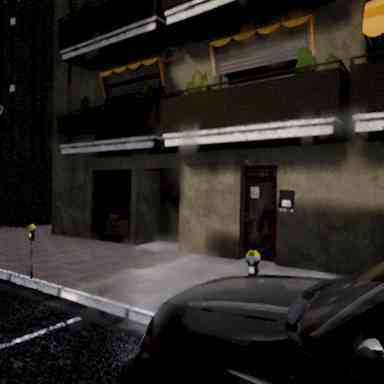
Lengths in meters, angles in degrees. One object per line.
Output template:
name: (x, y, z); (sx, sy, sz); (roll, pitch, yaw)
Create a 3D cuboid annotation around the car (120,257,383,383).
car: (2.090, 1.236, 1.911); (5.566, 2.045, 2.150); (1, 0, 35)
